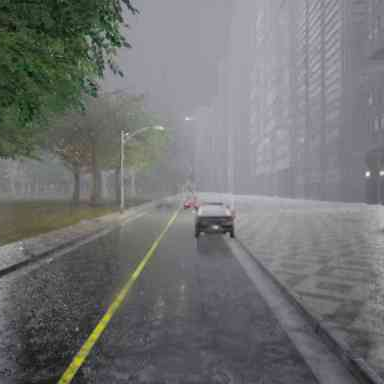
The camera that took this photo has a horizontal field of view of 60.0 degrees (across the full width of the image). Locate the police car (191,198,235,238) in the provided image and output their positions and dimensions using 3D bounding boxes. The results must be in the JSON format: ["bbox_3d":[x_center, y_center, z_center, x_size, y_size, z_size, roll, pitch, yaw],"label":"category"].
[{"bbox_3d":[1.040,1.339,17.306,1.930,1.638,5.238,0,0,0],"label":"police car"}]

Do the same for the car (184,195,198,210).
[{"bbox_3d":[0.023,1.377,39.368,1.895,1.301,4.718,0,0,1],"label":"car"}]

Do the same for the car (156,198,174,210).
[{"bbox_3d":[-3.112,1.382,38.724,1.895,1.301,4.718,0,0,0],"label":"car"}]

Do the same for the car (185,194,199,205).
[{"bbox_3d":[-0.029,1.172,52.837,2.128,1.511,4.902,0,0,0],"label":"car"}]
